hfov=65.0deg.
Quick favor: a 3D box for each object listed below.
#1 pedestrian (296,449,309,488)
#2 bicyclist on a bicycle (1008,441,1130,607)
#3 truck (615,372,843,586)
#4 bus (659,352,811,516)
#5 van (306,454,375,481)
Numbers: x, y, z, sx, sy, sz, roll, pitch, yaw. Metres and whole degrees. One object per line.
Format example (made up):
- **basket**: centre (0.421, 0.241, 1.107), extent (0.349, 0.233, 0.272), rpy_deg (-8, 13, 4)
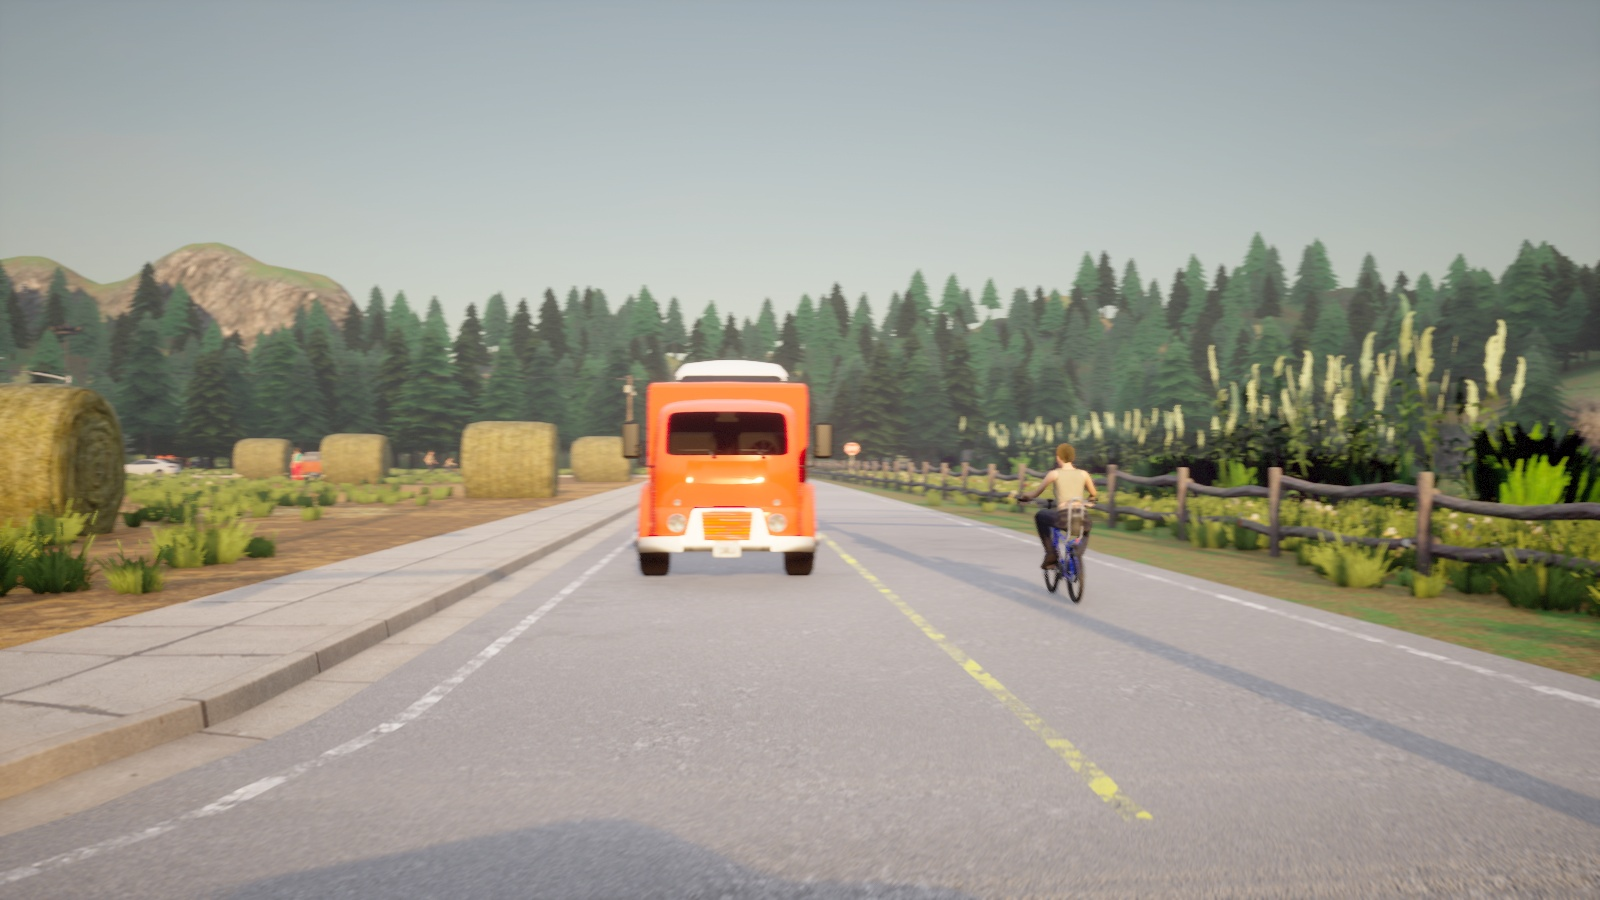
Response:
- **pedestrian**: centre (-23.821, 0.881, 60.126), extent (0.594, 1.836, 0.345), rpy_deg (-1, -1, 38)
- **bicyclist on a bicycle**: centre (2.752, 0.730, 13.006), extent (0.866, 1.612, 1.509), rpy_deg (0, 0, -3)
- **truck**: centre (-0.940, 0.349, 17.102), extent (2.627, 2.467, 5.204), rpy_deg (0, 0, -3)
- **bus**: centre (-1.924, -0.392, 37.725), extent (3.944, 4.253, 10.273), rpy_deg (0, 0, -3)
- **van**: centre (-33.504, 1.264, 91.616), extent (4.442, 1.987, 1.775), rpy_deg (0, 0, -6)
